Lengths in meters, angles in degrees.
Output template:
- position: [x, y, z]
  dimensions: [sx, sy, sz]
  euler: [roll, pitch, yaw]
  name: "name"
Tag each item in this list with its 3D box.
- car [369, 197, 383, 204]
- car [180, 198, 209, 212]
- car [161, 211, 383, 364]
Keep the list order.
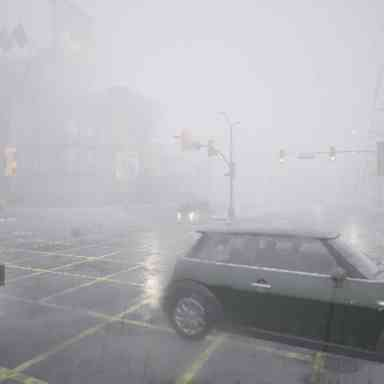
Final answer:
- position: [36.887, 1.603, 64.437]
  dimensions: [4.718, 1.301, 1.895]
  euler: [0, 0, 26]
  name: "car"
- position: [0.377, 1.479, 39.553]
  dimensions: [1.882, 1.535, 5.008]
  euler: [0, 0, 27]
  name: "car"
- position: [1.858, 1.339, 5.223]
  dimensions: [4.553, 1.767, 2.097]
  euler: [0, 0, 25]
  name: "car"
